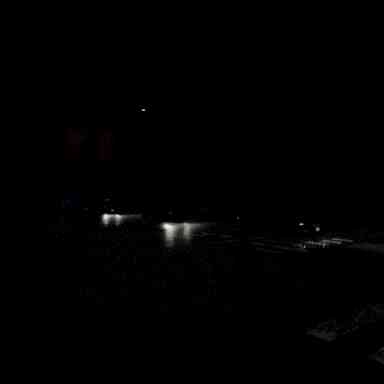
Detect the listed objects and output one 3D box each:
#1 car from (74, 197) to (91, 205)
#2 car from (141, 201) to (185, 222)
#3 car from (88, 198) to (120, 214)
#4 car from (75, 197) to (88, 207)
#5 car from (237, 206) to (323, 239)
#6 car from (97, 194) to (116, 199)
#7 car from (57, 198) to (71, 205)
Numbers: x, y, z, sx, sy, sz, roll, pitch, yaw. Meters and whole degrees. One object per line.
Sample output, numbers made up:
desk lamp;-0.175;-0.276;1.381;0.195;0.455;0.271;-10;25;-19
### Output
car;-21.818;1.760;66.155;1.837;1.490;4.892;0;0;-36
car;-2.466;1.565;27.687;1.882;1.535;5.008;0;0;-36
car;-9.961;1.738;38.150;1.895;1.301;4.718;0;0;-36
car;-17.851;1.812;55.053;1.895;1.301;4.718;0;0;-36
car;4.577;1.531;17.874;2.128;1.511;4.902;0;0;-36
car;-14.485;1.435;55.931;2.150;2.045;5.566;0;0;-36
car;-25.088;1.819;65.136;1.994;1.385;4.181;0;0;-36
